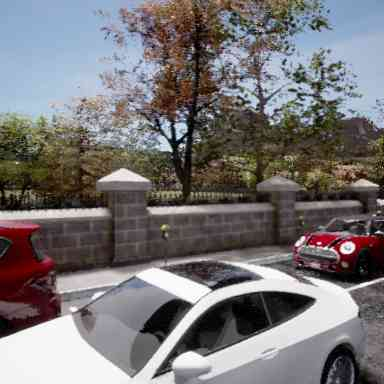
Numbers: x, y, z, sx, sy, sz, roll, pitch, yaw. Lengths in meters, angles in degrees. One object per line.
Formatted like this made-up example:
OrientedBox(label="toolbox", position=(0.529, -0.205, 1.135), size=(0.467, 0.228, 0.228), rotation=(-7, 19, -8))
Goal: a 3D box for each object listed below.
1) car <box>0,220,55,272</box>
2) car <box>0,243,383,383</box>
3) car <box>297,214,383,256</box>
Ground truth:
OrientedBox(label="car", position=(-4.078, 1.314, 3.656), size=(5.009, 1.841, 2.192), rotation=(0, 0, -35))
OrientedBox(label="car", position=(-0.070, 1.527, 3.340), size=(4.674, 1.442, 1.812), rotation=(0, 0, -35))
OrientedBox(label="car", position=(4.935, 1.448, 10.083), size=(4.097, 1.590, 1.967), rotation=(0, 0, -35))
